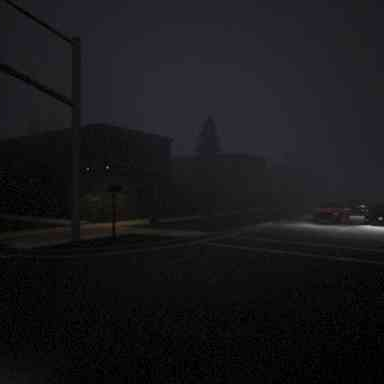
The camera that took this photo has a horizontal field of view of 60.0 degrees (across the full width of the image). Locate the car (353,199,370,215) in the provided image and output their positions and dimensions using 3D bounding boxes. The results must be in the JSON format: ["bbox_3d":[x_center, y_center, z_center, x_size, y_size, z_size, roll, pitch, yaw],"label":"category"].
[{"bbox_3d":[16.153,1.459,33.320,1.837,1.490,4.892,1,0,35],"label":"car"}]

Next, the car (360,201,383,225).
[{"bbox_3d":[13.321,1.545,23.154,1.994,1.385,4.181,1,0,35],"label":"car"}]

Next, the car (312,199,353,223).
[{"bbox_3d":[10.670,1.432,25.468,1.882,1.535,5.008,1,0,35],"label":"car"}]

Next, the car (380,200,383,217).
[{"bbox_3d":[18.972,1.506,31.231,1.812,1.442,4.674,1,0,35],"label":"car"}]

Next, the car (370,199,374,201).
[{"bbox_3d":[21.894,1.517,41.511,1.994,1.385,4.181,1,0,35],"label":"car"}]
